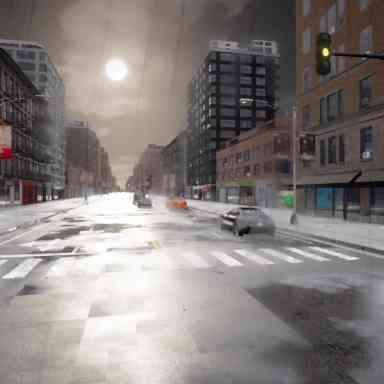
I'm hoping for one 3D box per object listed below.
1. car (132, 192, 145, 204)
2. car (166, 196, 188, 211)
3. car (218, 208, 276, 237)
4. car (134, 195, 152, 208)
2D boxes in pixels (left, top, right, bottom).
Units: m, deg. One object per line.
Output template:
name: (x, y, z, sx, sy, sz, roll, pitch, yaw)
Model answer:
car: (-9.135, 1.081, 57.792, 2.150, 2.045, 5.566, 0, 0, -12)
car: (-1.923, 1.257, 40.135, 2.097, 1.767, 4.553, 0, 0, -12)
car: (2.833, 1.525, 17.935, 1.994, 1.385, 4.181, 0, 0, -12)
car: (-6.777, 1.451, 47.270, 1.994, 1.385, 4.181, 0, 0, -12)
